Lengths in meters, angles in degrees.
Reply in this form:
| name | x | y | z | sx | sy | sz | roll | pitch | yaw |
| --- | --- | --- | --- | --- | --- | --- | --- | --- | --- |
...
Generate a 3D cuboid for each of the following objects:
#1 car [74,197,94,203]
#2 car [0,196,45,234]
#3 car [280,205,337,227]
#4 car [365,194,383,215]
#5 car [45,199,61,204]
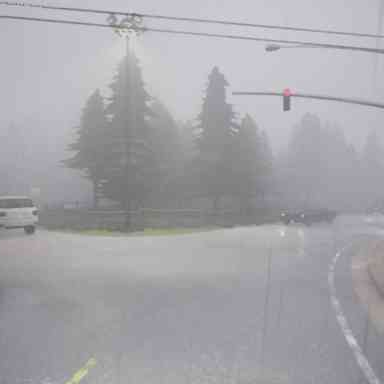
| name | x | y | z | sx | sy | sz | roll | pitch | yaw |
| --- | --- | --- | --- | --- | --- | --- | --- | --- | --- |
| car | -16.192 | 1.523 | 51.218 | 2.128 | 1.511 | 4.902 | 0 | 0 | 13 |
| car | -10.607 | 1.249 | 18.502 | 5.566 | 2.045 | 2.150 | 0 | 0 | 42 |
| car | 8.188 | 1.604 | 23.234 | 4.718 | 1.301 | 1.895 | 0 | 0 | -42 |
| car | 19.095 | 1.225 | 32.591 | 5.566 | 2.045 | 2.150 | 0 | 0 | -40 |
| car | -20.479 | 1.632 | 47.181 | 1.895 | 1.301 | 4.718 | 0 | 0 | 10 |
